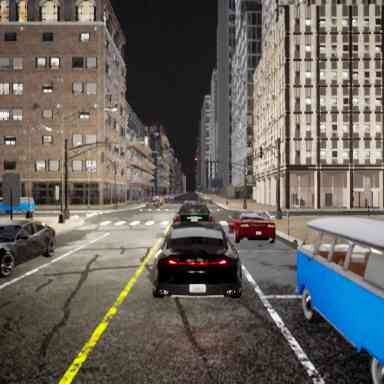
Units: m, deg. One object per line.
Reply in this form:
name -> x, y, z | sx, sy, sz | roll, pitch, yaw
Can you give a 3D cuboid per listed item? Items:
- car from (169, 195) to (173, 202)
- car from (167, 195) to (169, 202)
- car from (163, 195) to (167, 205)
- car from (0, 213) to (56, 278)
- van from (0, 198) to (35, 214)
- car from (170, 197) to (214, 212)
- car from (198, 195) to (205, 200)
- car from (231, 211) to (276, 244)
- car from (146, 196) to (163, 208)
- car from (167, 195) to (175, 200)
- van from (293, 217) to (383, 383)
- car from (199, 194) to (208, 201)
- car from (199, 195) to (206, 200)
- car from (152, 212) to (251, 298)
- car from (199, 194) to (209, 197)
car -> -5.632, 1.483, 70.801 | 2.008, 1.369, 4.403 | 1, 0, 0
car -> -5.640, 1.532, 59.498 | 1.802, 1.307, 4.206 | 1, 0, 0
car -> -5.641, 1.399, 53.848 | 1.967, 1.590, 4.097 | 1, 0, 0
car -> -5.675, 1.562, 10.180 | 1.947, 1.339, 4.313 | 1, 0, 0
van -> -19.711, 1.506, 37.075 | 3.998, 1.788, 1.690 | 0, 0, 1
car -> 0.082, 1.343, 17.567 | 2.097, 1.767, 4.553 | 0, 0, -1
car -> 2.764, 1.477, 93.400 | 1.802, 1.307, 4.206 | 1, 0, 0
car -> 2.710, 1.537, 15.745 | 1.887, 1.381, 4.507 | 1, 0, 0
car -> -5.648, 1.549, 48.195 | 1.802, 1.307, 4.206 | 1, 0, 0
car -> -5.619, 1.430, 87.586 | 1.752, 1.417, 4.829 | 1, 0, 0
van -> 2.704, 1.340, 4.591 | 1.690, 1.788, 3.998 | 1, 0, 0
car -> 2.758, 1.354, 82.098 | 1.967, 1.590, 4.097 | 1, 0, 0
car -> 2.761, 1.430, 87.919 | 1.752, 1.417, 4.829 | 1, 0, 0
car -> 0.107, 1.501, 8.474 | 1.837, 1.490, 4.892 | 0, 0, 0
car -> 2.741, 1.500, 59.491 | 2.008, 1.369, 4.403 | 1, 0, 0
